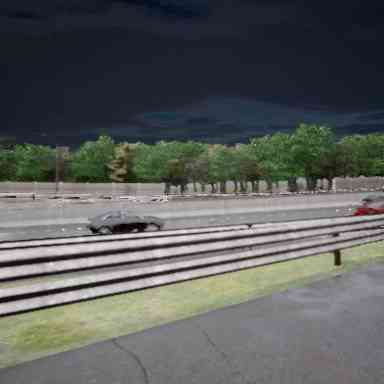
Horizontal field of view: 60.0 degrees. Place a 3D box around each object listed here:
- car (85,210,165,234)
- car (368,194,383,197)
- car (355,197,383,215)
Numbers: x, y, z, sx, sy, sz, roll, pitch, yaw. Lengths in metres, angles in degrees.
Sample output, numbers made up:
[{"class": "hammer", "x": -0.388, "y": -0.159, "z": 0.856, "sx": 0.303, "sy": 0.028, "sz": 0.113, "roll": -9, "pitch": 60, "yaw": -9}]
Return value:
[{"class": "car", "x": -4.206, "y": 1.921, "z": 21.068, "sx": 4.902, "sy": 1.511, "sz": 2.128, "roll": -2, "pitch": 1, "yaw": -21}, {"class": "car", "x": 19.304, "y": 0.980, "z": 33.490, "sx": 4.892, "sy": 1.490, "sz": 1.837, "roll": -2, "pitch": 1, "yaw": -20}, {"class": "car", "x": 14.269, "y": 1.346, "z": 24.180, "sx": 5.008, "sy": 1.535, "sz": 1.882, "roll": -2, "pitch": 2, "yaw": -20}]
